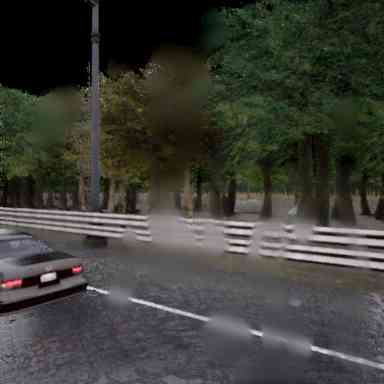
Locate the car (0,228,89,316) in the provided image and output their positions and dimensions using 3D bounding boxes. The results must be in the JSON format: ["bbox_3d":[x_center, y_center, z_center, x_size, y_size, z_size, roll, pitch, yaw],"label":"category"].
[{"bbox_3d":[-4.544,1.523,7.234,5.357,1.411,2.033,0,0,35],"label":"car"}]
